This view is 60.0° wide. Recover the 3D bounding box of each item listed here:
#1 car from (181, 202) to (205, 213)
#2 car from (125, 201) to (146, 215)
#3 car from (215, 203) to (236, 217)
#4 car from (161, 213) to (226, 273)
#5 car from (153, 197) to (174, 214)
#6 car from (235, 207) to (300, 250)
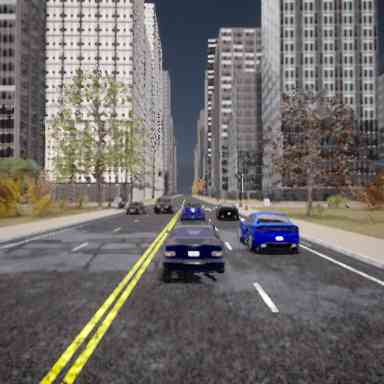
[{"bbox_3d":[0.070,1.649,30.474,2.097,1.767,4.553,0,0,0],"label":"car"},{"bbox_3d":[-6.604,1.880,39.322,1.837,1.490,4.892,0,-1,0],"label":"car"},{"bbox_3d":[3.323,1.788,32.120,1.882,1.535,5.008,0,-1,0],"label":"car"},{"bbox_3d":[0.058,1.659,11.068,2.033,1.411,5.357,0,-1,0],"label":"car"},{"bbox_3d":[-3.353,1.606,40.488,2.150,2.045,5.566,0,0,0],"label":"car"},{"bbox_3d":[3.325,1.628,15.071,1.882,1.535,5.008,0,0,0],"label":"car"}]
